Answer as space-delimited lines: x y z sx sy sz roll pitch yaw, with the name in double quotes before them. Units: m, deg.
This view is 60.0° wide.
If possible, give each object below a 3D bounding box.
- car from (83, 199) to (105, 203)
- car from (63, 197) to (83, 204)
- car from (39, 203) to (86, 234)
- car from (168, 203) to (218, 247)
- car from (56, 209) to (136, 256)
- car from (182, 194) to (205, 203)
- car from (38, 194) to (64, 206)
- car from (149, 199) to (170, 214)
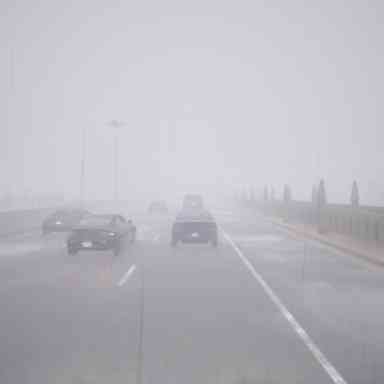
"car" -14.054 1.631 49.361 1.895 1.301 4.718 0 0 0
"car" -17.543 1.634 50.955 1.895 1.301 4.718 0 0 0
"car" -6.894 1.571 19.168 1.994 1.385 4.181 0 0 0
"car" 0.105 1.483 15.174 1.882 1.535 5.008 0 0 0
"car" -3.409 1.531 13.105 1.812 1.442 4.674 0 0 0
"car" 0.109 1.235 34.374 2.150 2.045 5.566 0 0 0
"car" -21.044 1.252 50.140 2.150 2.045 5.566 0 0 1
"car" -3.390 1.506 35.042 2.128 1.511 4.902 0 0 0
